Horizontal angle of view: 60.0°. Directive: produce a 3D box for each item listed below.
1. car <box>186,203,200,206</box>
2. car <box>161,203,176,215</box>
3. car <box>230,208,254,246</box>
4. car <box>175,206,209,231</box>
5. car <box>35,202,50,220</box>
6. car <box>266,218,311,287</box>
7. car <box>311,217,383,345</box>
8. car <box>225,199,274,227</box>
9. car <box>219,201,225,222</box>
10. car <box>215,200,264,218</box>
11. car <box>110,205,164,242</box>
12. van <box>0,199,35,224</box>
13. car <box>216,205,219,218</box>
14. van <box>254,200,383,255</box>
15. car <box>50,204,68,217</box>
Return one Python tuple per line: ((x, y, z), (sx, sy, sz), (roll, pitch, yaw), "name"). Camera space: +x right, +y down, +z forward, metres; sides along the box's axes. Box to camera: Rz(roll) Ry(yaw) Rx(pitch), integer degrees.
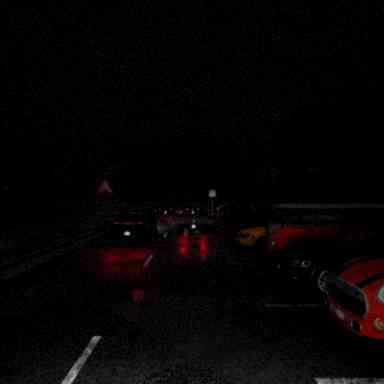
((0.147, 1.941, 38.570), (1.895, 1.301, 4.718), (0, 0, 1), "car")
((-2.845, 1.942, 38.799), (1.895, 1.301, 4.718), (0, 0, 1), "car")
((4.454, 1.613, 13.733), (5.366, 1.575, 1.946), (0, -1, 0), "car")
((0.099, 1.827, 22.373), (1.895, 1.301, 4.718), (0, -1, 0), "car")
((-15.549, 1.649, 29.448), (4.553, 1.767, 2.185), (0, 0, 0), "car")
((4.645, 1.560, 8.219), (5.008, 1.535, 2.097), (0, -1, 0), "car")
((4.671, 1.407, 5.463), (4.553, 1.767, 2.185), (0, -1, 0), "car")
((4.668, 1.394, 16.493), (5.566, 2.045, 2.435), (0, -1, 0), "car")
((4.608, 1.602, 24.767), (4.553, 1.767, 2.185), (0, 0, 0), "car")
((4.608, 1.663, 33.043), (4.553, 1.767, 2.185), (0, 0, 0), "car")
((-2.900, 1.665, 17.326), (2.128, 1.511, 4.902), (0, -1, 0), "car")
((-15.403, 1.528, 26.541), (4.442, 1.987, 1.878), (0, -1, 0), "van")
((4.636, 1.789, 27.523), (4.674, 1.452, 2.002), (0, 0, 0), "car")
((4.523, 1.362, 10.978), (4.442, 1.987, 1.878), (0, -1, 0), "van")
((-15.484, 1.833, 34.882), (4.792, 1.488, 2.163), (0, 0, 0), "car")
